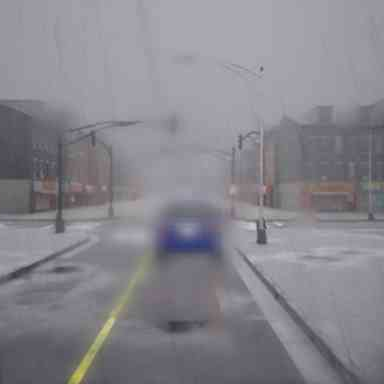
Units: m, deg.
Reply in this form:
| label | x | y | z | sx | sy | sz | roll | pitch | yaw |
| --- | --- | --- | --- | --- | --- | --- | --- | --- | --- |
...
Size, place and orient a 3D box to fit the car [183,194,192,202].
| label | x | y | z | sx | sy | sz | roll | pitch | yaw |
| --- | --- | --- | --- | --- | --- | --- | --- | --- | --- |
| car | -1.125 | 1.522 | 82.779 | 2.192 | 1.841 | 5.009 | 0 | 0 | -1 |

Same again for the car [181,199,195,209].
| label | x | y | z | sx | sy | sz | roll | pitch | yaw |
| --- | --- | --- | --- | --- | --- | --- | --- | --- | --- |
| car | -0.587 | 1.679 | 49.150 | 1.947 | 1.339 | 4.313 | 0 | 0 | -1 |

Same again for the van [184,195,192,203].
| label | x | y | z | sx | sy | sz | roll | pitch | yaw |
| --- | --- | --- | --- | --- | --- | --- | --- | --- | --- |
| van | -0.946 | 1.513 | 71.570 | 1.690 | 1.788 | 3.998 | 0 | 0 | -1 |

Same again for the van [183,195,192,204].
| label | x | y | z | sx | sy | sz | roll | pitch | yaw |
| --- | --- | --- | --- | --- | --- | --- | --- | --- | --- |
| van | -0.856 | 1.497 | 65.965 | 1.690 | 1.788 | 3.998 | 0 | 0 | -1 |

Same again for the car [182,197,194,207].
| label | x | y | z | sx | sy | sz | roll | pitch | yaw |
| --- | --- | --- | --- | --- | --- | --- | --- | --- | --- |
| car | -0.679 | 1.652 | 54.924 | 1.752 | 1.417 | 4.829 | 0 | 0 | -1 |

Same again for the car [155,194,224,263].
| label | x | y | z | sx | sy | sz | roll | pitch | yaw |
| --- | --- | --- | --- | --- | --- | --- | --- | --- | --- |
| car | -0.022 | 1.250 | 12.283 | 2.150 | 2.045 | 5.566 | 0 | 0 | 2 |
